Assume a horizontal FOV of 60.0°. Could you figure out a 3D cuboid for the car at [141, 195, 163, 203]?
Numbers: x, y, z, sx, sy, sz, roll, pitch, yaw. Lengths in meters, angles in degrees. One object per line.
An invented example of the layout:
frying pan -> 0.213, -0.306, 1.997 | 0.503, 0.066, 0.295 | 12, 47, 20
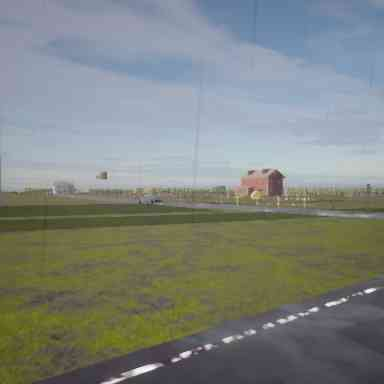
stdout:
car -> -7.325, 1.309, 59.296 | 2.033, 1.411, 5.357 | -1, 1, -36
